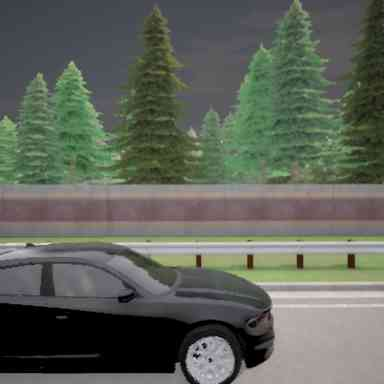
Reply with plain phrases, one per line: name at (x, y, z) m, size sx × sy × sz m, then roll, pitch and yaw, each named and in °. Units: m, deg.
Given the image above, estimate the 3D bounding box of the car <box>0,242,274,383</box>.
car at (-1.412, 1.474, 4.620) m, size 5.008 × 1.535 × 1.882 m, roll 0°, pitch 0°, yaw -1°
